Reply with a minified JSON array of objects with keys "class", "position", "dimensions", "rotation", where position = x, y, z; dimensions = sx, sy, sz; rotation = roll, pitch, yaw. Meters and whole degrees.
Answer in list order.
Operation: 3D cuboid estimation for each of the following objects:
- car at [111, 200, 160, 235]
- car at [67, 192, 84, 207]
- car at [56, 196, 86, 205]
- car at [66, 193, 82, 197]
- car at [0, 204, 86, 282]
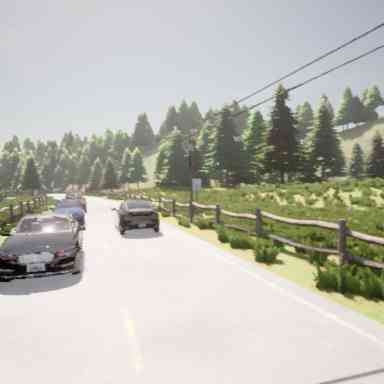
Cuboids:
[{"class":"car","position":[-2.913,1.181,16.910],"dimensions":[1.837,1.490,4.892],"rotation":[-2,1,-17]},{"class":"car","position":[-14.840,0.889,42.214],"dimensions":[1.882,1.535,5.008],"rotation":[-2,2,-20]},{"class":"car","position":[-7.553,1.253,20.310],"dimensions":[1.812,1.442,4.674],"rotation":[-2,1,-18]},{"class":"car","position":[-10.839,0.928,30.557],"dimensions":[2.097,1.767,4.553],"rotation":[-2,1,-18]},{"class":"car","position":[-4.210,1.377,9.717],"dimensions":[2.128,1.511,4.902],"rotation":[-2,1,-17]}]
